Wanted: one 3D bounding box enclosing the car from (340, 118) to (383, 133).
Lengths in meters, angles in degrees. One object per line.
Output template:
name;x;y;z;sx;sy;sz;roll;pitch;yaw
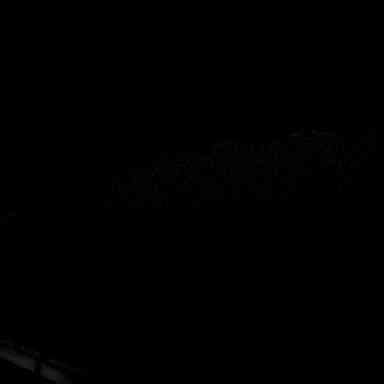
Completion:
car;13.749;-4.820;25.299;2.185;1.767;4.553;1;2;-35

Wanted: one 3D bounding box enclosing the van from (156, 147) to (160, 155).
van;-5.291;-6.030;52.354;1.878;1.987;4.442;1;1;-35

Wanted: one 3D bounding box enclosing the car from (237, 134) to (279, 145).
car;7.324;-5.208;34.428;2.185;1.767;4.553;1;2;-35

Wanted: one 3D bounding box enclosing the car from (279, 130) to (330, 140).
car;10.585;-4.845;29.792;2.002;1.452;4.674;1;2;-35

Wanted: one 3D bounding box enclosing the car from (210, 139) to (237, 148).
car;4.149;-5.396;38.940;2.185;1.767;4.553;1;2;-35

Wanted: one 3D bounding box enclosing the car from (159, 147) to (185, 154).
car;-2.193;-5.633;47.946;2.231;1.521;4.892;1;1;-35
